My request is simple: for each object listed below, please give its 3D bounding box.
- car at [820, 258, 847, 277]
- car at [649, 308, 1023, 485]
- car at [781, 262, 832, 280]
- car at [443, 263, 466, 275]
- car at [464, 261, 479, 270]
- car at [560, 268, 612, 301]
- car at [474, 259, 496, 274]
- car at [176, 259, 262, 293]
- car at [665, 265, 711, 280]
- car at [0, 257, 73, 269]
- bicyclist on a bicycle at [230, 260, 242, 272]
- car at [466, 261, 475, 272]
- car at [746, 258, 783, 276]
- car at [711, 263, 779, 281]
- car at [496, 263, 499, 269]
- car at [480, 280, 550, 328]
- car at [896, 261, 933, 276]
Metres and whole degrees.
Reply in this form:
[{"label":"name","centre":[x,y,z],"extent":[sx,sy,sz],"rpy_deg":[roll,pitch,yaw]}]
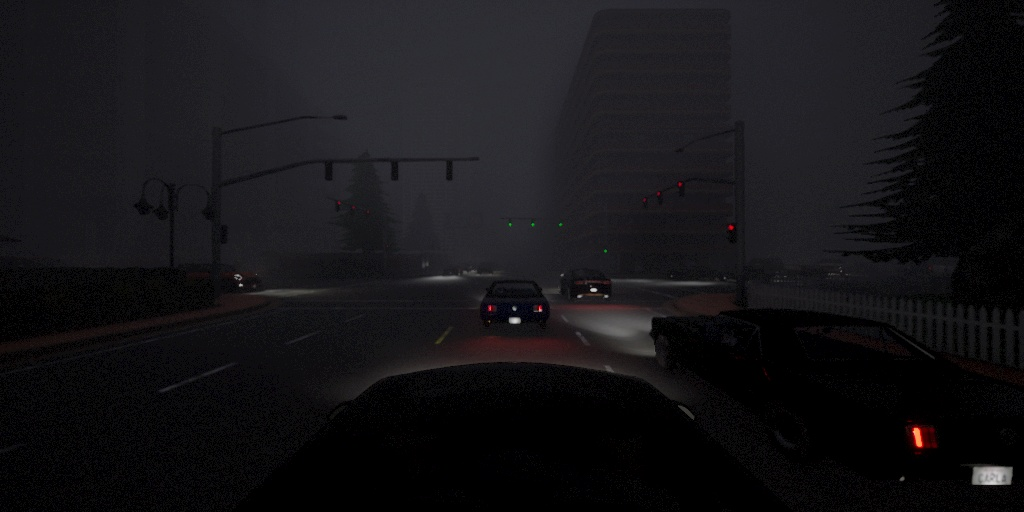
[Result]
[{"label":"car","centre":[35.564,1.196,39.973],"extent":[2.150,2.045,5.566],"rpy_deg":[0,-1,44]},{"label":"car","centre":[3.599,1.375,4.907],"extent":[1.895,1.301,4.718],"rpy_deg":[0,0,0]},{"label":"car","centre":[27.916,1.532,33.932],"extent":[4.718,1.301,1.895],"rpy_deg":[0,0,-31]},{"label":"car","centre":[-7.104,1.660,43.608],"extent":[1.895,1.301,4.718],"rpy_deg":[0,0,0]},{"label":"car","centre":[-7.046,1.694,63.067],"extent":[2.128,1.511,4.902],"rpy_deg":[0,0,1]},{"label":"car","centre":[3.596,1.342,18.220],"extent":[1.882,1.535,5.008],"rpy_deg":[0,0,0]},{"label":"car","centre":[-3.601,1.573,48.504],"extent":[1.882,1.535,5.008],"rpy_deg":[0,0,0]},{"label":"car","centre":[-17.222,1.189,20.869],"extent":[4.553,1.767,2.097],"rpy_deg":[0,0,0]},{"label":"car","centre":[16.586,1.525,33.019],"extent":[4.718,1.301,1.895],"rpy_deg":[0,0,-14]},{"label":"car","centre":[-27.778,1.059,20.806],"extent":[5.566,2.045,2.150],"rpy_deg":[0,0,0]},{"label":"bicyclist on a bicycle","centre":[-27.891,1.252,36.283],"extent":[0.582,1.620,1.656],"rpy_deg":[0,0,0]},{"label":"car","centre":[-7.097,1.678,53.259],"extent":[2.033,1.411,5.357],"rpy_deg":[0,0,0]},{"label":"car","centre":[25.646,1.172,36.624],"extent":[5.566,2.045,2.150],"rpy_deg":[0,0,-31]},{"label":"car","centre":[19.567,1.504,30.170],"extent":[4.718,1.301,1.895],"rpy_deg":[0,0,-18]},{"label":"car","centre":[-3.580,1.675,58.603],"extent":[1.837,1.490,4.892],"rpy_deg":[0,0,0]},{"label":"car","centre":[0.069,1.424,11.643],"extent":[1.895,1.301,4.718],"rpy_deg":[0,0,0]},{"label":"car","centre":[45.011,1.329,40.167],"extent":[2.097,1.767,4.553],"rpy_deg":[0,0,37]}]
